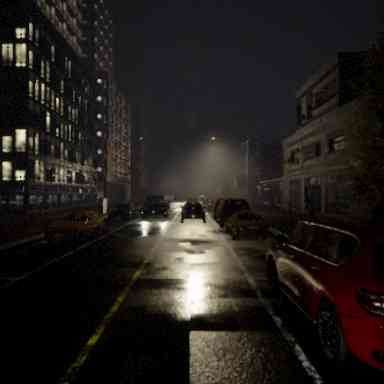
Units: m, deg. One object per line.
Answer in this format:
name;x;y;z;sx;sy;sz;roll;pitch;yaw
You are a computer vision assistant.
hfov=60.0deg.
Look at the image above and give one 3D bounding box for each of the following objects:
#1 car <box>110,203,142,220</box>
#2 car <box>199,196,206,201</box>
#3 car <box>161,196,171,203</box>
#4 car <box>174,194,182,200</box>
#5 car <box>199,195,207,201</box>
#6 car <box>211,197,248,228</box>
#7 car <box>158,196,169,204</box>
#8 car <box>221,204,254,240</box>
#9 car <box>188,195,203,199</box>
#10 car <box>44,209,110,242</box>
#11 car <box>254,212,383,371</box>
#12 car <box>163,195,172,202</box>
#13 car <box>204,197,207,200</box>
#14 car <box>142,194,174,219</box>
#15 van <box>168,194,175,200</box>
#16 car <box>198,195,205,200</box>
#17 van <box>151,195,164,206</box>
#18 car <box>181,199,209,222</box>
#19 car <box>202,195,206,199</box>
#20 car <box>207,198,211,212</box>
car;-5.691;1.582;27.806;1.947;1.339;4.313;0;0;0
car;2.681;1.669;88.712;1.802;1.307;4.206;0;0;0
car;-5.698;1.644;72.102;1.802;1.307;4.206;0;0;0
car;-3.009;1.152;69.860;1.882;1.535;5.008;0;0;0
car;2.682;1.519;83.175;1.967;1.590;4.097;0;0;0
car;2.691;1.326;22.269;2.192;1.841;5.009;0;0;0
car;-5.697;1.580;66.395;1.752;1.417;4.829;0;0;0
car;2.691;1.533;16.901;1.752;1.417;4.829;0;0;0
car;0.095;1.507;45.437;1.882;1.535;5.008;0;0;0
car;-5.690;1.533;16.562;1.752;1.417;4.829;0;0;0
car;2.694;1.317;5.657;2.192;1.841;5.009;0;0;0
car;-5.698;1.511;77.639;1.967;1.590;4.097;0;0;0
car;2.687;1.590;38.879;1.947;1.339;4.313;0;0;0
car;-3.103;1.235;29.435;2.150;2.045;5.566;0;0;0
van;-5.701;1.438;94.250;1.690;1.788;3.998;0;0;0
car;2.680;1.641;94.250;1.887;1.381;4.507;0;0;0
van;-5.695;1.382;55.491;1.690;1.788;3.998;0;0;0
car;0.097;1.540;25.986;1.812;1.442;4.674;0;0;0
car;2.685;1.622;55.490;1.802;1.307;4.206;0;0;0
car;2.690;1.330;27.805;2.192;1.841;5.009;0;0;0
